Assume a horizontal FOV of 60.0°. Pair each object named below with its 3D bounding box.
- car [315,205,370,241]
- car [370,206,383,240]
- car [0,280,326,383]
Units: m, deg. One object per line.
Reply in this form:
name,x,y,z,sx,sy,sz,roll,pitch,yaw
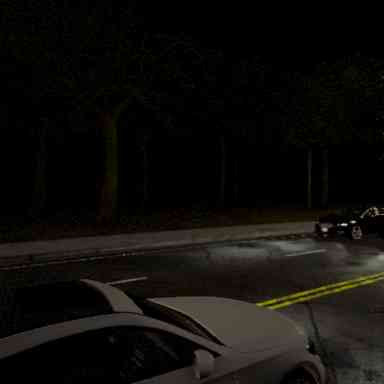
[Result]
car,8.130,1.417,16.157,4.902,1.511,2.128,0,0,-29
car,10.127,1.142,13.593,5.566,2.045,2.150,0,0,-29
car,-0.884,1.519,2.731,4.674,1.442,1.812,0,0,-35
